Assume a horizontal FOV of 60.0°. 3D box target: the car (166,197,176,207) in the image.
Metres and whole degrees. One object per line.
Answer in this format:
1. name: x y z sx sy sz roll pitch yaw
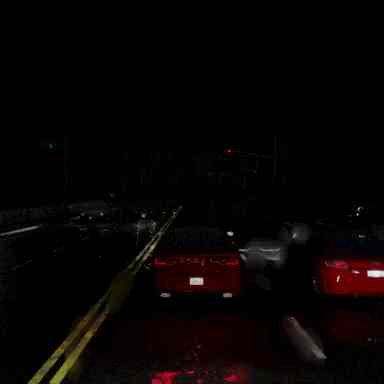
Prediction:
1. car: -3.400 1.508 51.176 1.837 1.490 4.892 0 0 0

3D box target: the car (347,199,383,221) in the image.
1. car: 14.897 1.314 26.579 4.553 1.767 2.097 0 0 -1

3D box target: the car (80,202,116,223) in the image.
1. car: -7.032 1.525 25.380 1.812 1.442 4.674 0 0 0

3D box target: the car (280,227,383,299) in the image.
1. car: 3.639 1.564 8.491 1.994 1.385 4.181 0 0 1

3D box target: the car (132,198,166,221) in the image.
1. car: -3.542 1.491 26.797 2.128 1.511 4.902 0 0 0

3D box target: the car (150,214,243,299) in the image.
1. car: 0.100 1.478 8.540 1.882 1.535 5.008 0 0 0

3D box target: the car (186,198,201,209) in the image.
1. car: 0.197 1.547 44.807 2.033 1.411 5.357 0 0 0
